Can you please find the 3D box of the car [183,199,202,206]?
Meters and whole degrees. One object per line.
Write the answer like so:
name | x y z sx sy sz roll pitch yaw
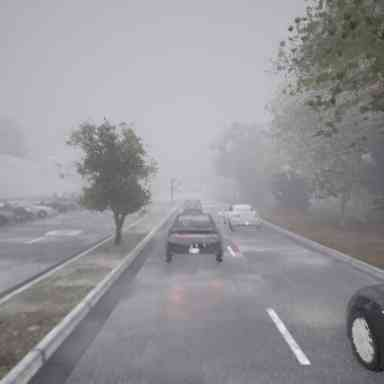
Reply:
car | 0.066 1.386 33.282 2.033 1.411 5.357 0 1 0

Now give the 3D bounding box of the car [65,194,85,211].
car | -13.826 1.332 36.200 4.792 1.488 2.163 -1 0 -20

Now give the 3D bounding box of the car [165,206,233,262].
car | 0.074 1.501 12.175 2.128 1.511 4.902 0 0 0

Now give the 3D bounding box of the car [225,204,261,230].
car | 3.080 1.488 20.883 1.812 1.442 4.674 0 0 0

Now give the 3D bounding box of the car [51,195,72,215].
car | -13.843 1.371 30.184 5.008 1.535 2.097 -1 1 -20

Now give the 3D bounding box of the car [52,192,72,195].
car | -13.833 1.019 39.201 5.566 2.045 2.435 -1 0 -20

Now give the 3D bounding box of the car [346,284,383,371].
car | 3.098 1.512 2.803 1.837 1.490 4.892 0 0 0

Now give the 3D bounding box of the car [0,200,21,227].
car | -13.849 1.501 21.184 4.674 1.452 2.002 -1 0 -20

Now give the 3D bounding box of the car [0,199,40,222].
car | -13.880 1.307 24.172 4.553 1.767 2.185 -1 0 -20

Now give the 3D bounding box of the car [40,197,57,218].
car | -13.852 1.443 27.184 4.674 1.452 2.002 -1 0 -20
